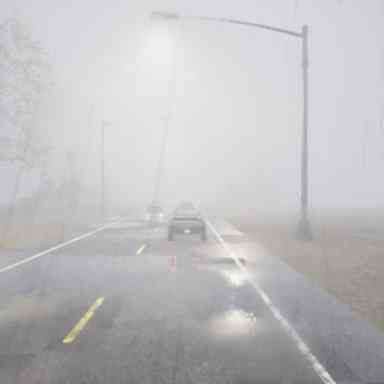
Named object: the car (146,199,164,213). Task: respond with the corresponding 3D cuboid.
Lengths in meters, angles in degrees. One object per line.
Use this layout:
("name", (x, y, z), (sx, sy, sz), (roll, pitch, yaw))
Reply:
("car", (-4.353, 1.652, 39.922), (1.882, 1.535, 5.008), (0, 0, -1))

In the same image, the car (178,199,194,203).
("car", (-0.744, 1.709, 43.223), (2.128, 1.511, 4.902), (0, 0, -1))

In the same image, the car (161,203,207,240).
("car", (-0.259, 1.563, 17.439), (2.128, 1.511, 4.902), (0, 0, -1))
